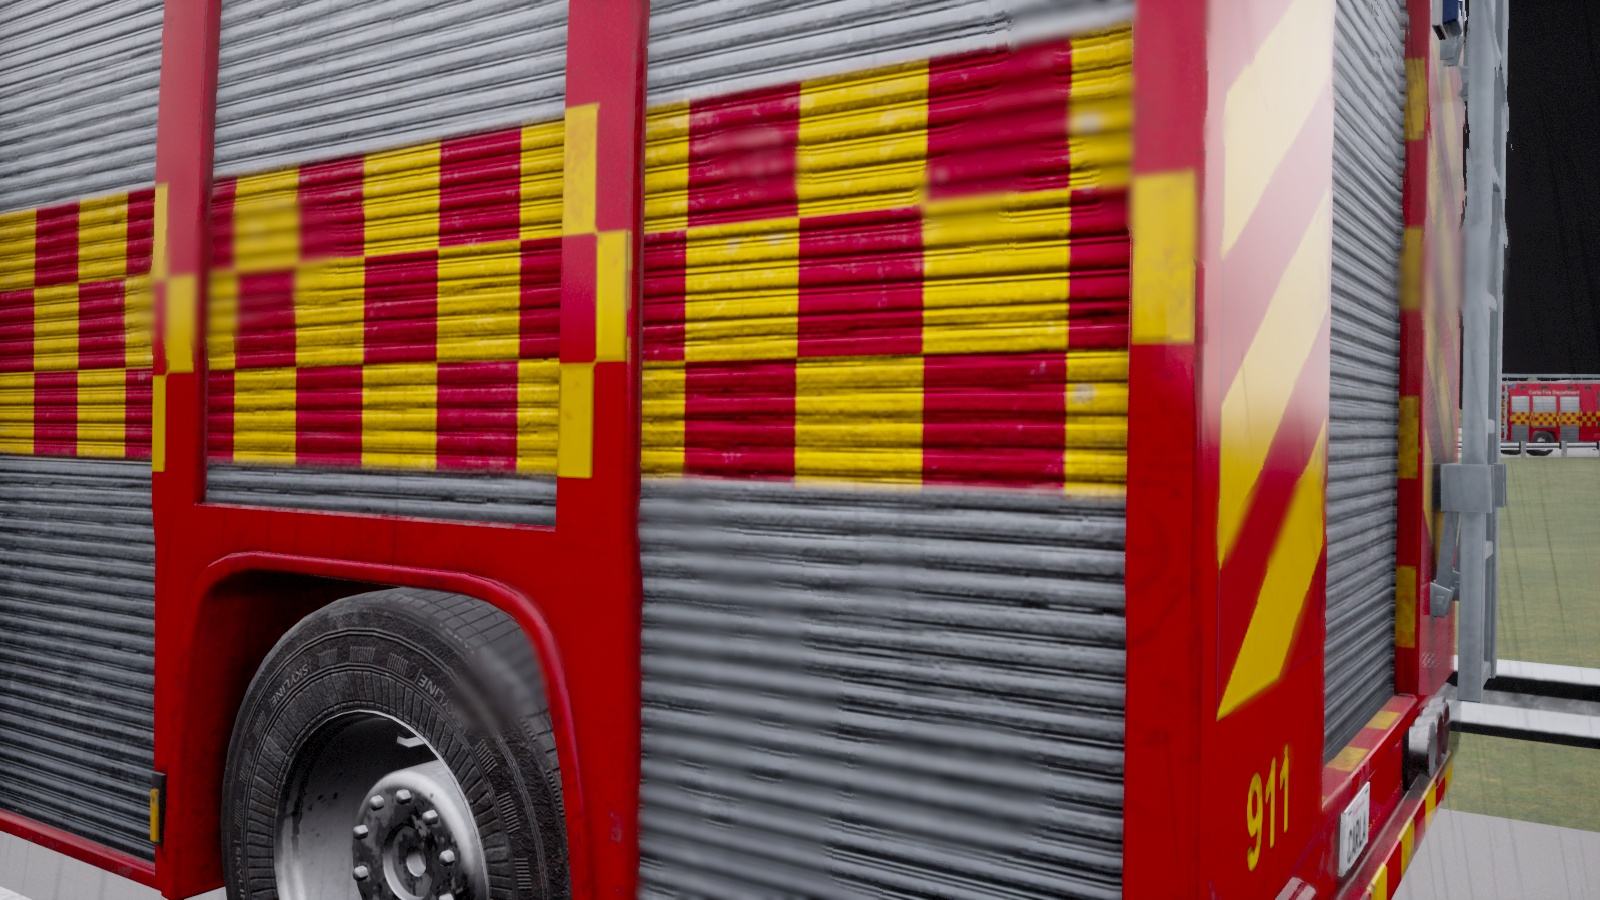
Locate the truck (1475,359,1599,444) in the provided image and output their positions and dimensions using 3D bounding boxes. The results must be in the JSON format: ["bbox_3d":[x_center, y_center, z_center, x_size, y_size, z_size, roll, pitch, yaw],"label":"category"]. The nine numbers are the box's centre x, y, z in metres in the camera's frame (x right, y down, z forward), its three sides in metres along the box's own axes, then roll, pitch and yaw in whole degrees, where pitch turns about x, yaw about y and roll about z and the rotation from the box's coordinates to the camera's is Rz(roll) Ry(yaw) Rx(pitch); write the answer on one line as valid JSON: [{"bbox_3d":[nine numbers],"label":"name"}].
[{"bbox_3d":[36.708,-2.315,59.048,8.468,3.827,2.891,-1,1,-4],"label":"truck"}]

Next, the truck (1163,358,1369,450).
[{"bbox_3d":[21.078,-1.983,56.966,8.468,3.827,2.891,-1,1,26],"label":"truck"}]

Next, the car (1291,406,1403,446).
[{"bbox_3d":[26.428,-1.154,60.715,4.605,1.855,1.932,0,1,-7],"label":"car"}]

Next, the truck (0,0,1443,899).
[{"bbox_3d":[-2.277,-0.483,5.145,8.468,3.827,2.891,0,1,34],"label":"truck"}]
